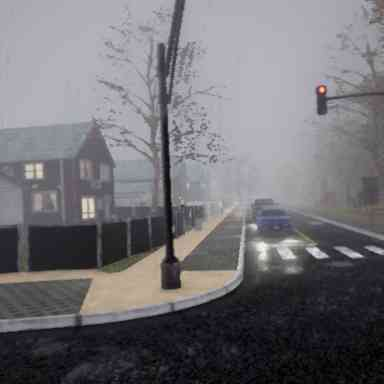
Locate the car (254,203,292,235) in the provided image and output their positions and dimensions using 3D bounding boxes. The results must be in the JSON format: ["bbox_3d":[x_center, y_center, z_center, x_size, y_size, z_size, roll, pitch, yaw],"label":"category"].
[{"bbox_3d":[5.148,1.762,21.213,1.882,1.535,5.008,-3,-1,9],"label":"car"}]

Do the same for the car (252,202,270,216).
[{"bbox_3d":[8.656,2.096,42.238,2.033,1.411,5.357,-3,-1,10],"label":"car"}]

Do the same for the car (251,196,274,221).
[{"bbox_3d":[6.880,1.638,31.698,2.150,2.045,5.566,-3,-1,10],"label":"car"}]
